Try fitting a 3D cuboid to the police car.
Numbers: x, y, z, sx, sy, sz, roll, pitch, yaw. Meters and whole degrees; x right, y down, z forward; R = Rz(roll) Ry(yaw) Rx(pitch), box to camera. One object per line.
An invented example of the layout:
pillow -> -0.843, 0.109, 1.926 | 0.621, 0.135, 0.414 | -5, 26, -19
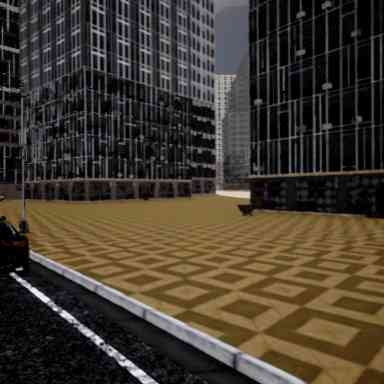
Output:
police car -> -6.277, 1.400, 9.613 | 1.930, 1.638, 5.238 | -1, 1, -41
